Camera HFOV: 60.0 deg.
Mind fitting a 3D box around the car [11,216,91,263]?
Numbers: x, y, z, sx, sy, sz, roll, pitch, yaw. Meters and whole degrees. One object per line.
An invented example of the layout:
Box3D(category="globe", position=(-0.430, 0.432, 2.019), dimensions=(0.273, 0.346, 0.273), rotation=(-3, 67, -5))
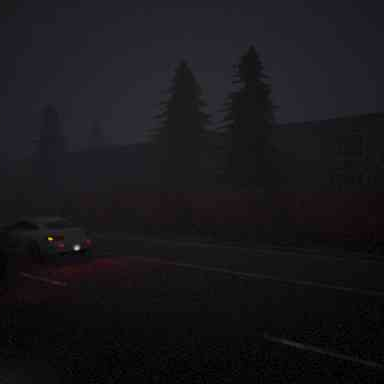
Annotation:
Box3D(category="car", position=(-5.673, 1.624, 12.304), dimensions=(4.674, 1.442, 1.812), rotation=(-1, 0, 36))

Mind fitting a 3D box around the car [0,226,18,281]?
Box3D(category="car", position=(-6.698, 1.651, 8.730), dimensions=(4.181, 1.385, 1.994), rotation=(-1, 0, 36))
